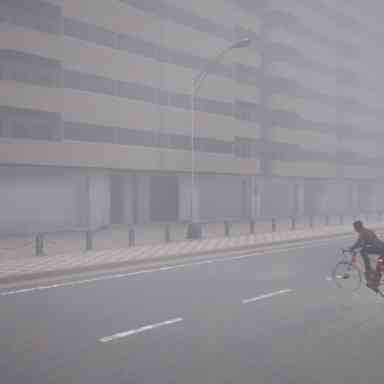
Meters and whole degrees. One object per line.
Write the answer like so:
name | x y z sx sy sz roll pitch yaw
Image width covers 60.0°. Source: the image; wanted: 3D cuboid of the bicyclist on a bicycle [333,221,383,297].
bicyclist on a bicycle | 3.797 1.455 7.209 0.582 1.620 1.656 0 -2 -35
